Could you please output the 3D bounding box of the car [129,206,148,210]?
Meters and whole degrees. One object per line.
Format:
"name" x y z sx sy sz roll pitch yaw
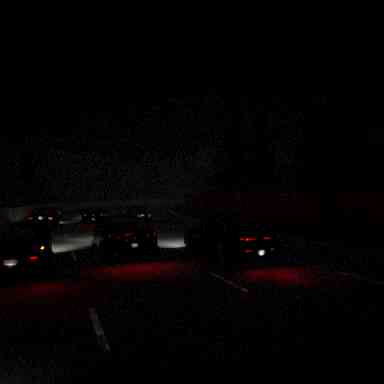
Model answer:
"car" -4.578 1.875 27.664 2.033 1.411 5.357 0 -1 -18

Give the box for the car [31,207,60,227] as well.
"car" -11.062 1.861 24.989 2.033 1.411 5.357 0 -1 -18

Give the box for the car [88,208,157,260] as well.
"car" -2.853 1.639 13.396 1.882 1.535 5.008 0 0 -22

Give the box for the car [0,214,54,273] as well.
"car" -5.524 1.662 10.688 1.812 1.442 4.674 0 0 -22

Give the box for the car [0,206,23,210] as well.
"car" -22.344 2.090 42.787 2.033 1.411 5.357 0 -1 -7

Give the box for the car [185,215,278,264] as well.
"car" 1.253 1.649 12.608 1.837 1.490 4.892 0 0 -22

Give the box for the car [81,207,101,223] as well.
"car" -8.747 1.959 29.411 1.895 1.301 4.718 0 -1 -16
